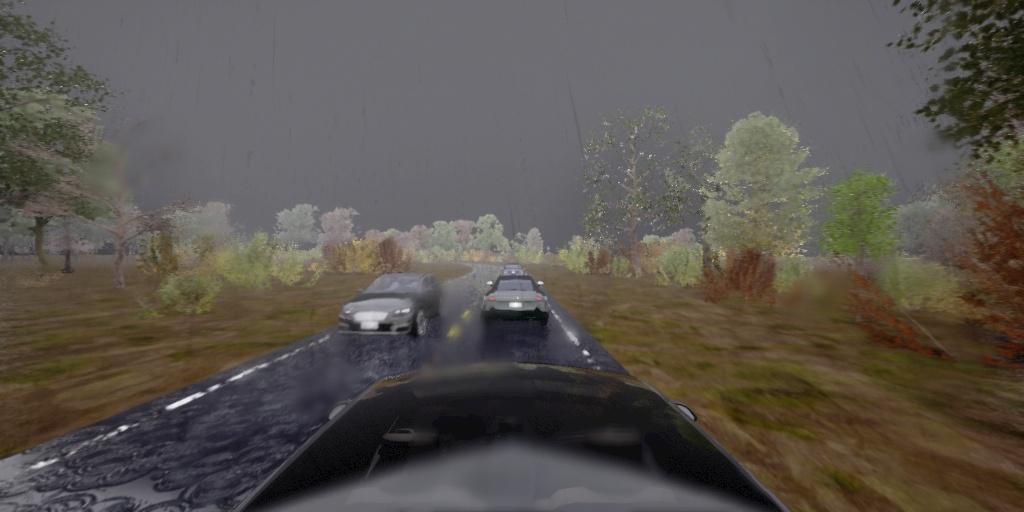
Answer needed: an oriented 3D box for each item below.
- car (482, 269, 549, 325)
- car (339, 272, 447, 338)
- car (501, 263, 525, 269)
[{"bbox_3d":[0.107,1.310,11.839,1.994,1.385,4.181,0,0,0],"label":"car"},{"bbox_3d":[-3.087,1.238,10.232,2.128,1.511,4.902,0,0,0],"label":"car"},{"bbox_3d":[0.110,1.285,29.694,2.033,1.411,5.357,0,0,0],"label":"car"}]
